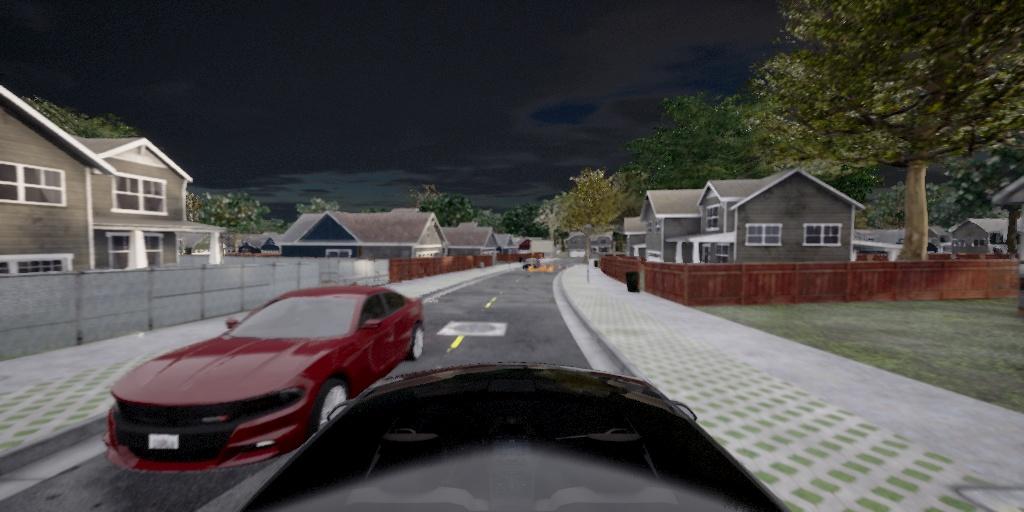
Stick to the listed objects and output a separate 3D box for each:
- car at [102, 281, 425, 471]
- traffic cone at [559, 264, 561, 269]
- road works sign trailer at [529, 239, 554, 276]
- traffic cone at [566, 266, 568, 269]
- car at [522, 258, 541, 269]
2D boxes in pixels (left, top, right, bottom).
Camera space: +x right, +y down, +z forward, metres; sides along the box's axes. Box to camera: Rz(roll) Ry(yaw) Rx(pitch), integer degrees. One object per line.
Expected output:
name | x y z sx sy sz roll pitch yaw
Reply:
car | -2.737 1.211 5.370 1.882 1.535 5.008 0 0 1
traffic cone | 6.448 1.445 48.611 0.340 0.580 0.340 0 0 12
road works sign trailer | 3.017 0.074 36.086 2.380 3.560 2.880 0 0 13
traffic cone | 7.410 1.458 48.421 0.340 0.580 0.340 0 0 14
car | 2.601 0.975 47.273 1.837 1.490 4.892 1 1 14
